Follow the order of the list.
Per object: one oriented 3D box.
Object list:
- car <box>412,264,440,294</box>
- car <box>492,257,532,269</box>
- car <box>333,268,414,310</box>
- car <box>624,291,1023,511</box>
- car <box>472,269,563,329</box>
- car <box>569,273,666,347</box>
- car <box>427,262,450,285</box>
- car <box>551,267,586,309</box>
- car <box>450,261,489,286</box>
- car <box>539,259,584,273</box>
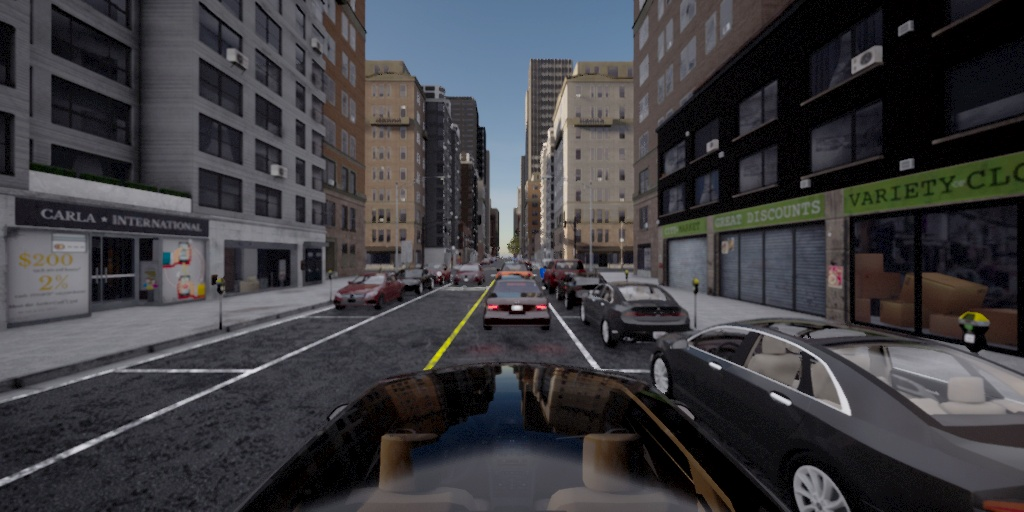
[{"bbox_3d":[-5.617,1.328,20.213,1.948,1.339,4.313,0,0,0],"label":"car"},{"bbox_3d":[0.153,1.116,20.948,2.097,1.767,4.553,0,0,0],"label":"car"},{"bbox_3d":[-5.633,1.341,14.688,1.802,1.307,4.207,0,0,0],"label":"car"},{"bbox_3d":[2.862,1.302,3.625,2.007,1.370,4.403,0,0,0],"label":"car"},{"bbox_3d":[0.125,1.304,11.161,2.033,1.411,5.357,0,0,0],"label":"car"},{"bbox_3d":[2.877,1.306,9.148,2.007,1.370,4.403,0,0,0],"label":"car"},{"bbox_3d":[-5.601,1.206,25.738,1.967,1.591,4.097,0,0,0],"label":"car"},{"bbox_3d":[2.893,1.325,14.672,1.948,1.339,4.313,0,0,0],"label":"car"},{"bbox_3d":[-2.969,1.292,25.773,1.812,1.442,4.674,0,0,1],"label":"car"},{"bbox_3d":[2.909,1.077,20.196,2.192,1.841,5.009,0,0,0],"label":"car"}]
